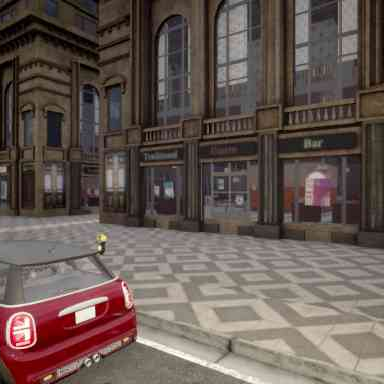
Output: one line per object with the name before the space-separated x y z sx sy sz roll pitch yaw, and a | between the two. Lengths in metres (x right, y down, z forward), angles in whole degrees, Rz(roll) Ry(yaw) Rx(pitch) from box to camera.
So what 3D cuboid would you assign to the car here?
car | -2.807 1.440 4.967 4.097 1.590 1.967 0 0 36
